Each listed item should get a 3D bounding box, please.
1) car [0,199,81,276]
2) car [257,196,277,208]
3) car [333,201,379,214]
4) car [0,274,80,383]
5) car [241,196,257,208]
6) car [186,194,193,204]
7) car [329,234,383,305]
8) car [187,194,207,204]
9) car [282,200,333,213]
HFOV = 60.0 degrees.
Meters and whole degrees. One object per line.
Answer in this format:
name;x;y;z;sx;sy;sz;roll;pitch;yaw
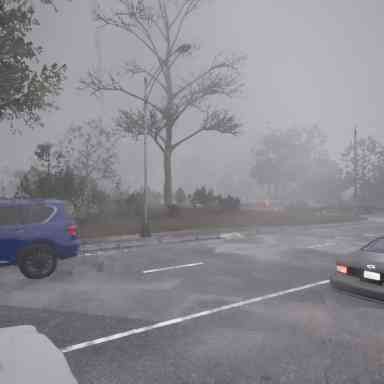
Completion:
car;-5.750;1.221;8.468;5.566;2.045;2.150;0;0;-35
car;10.246;1.393;48.195;2.097;1.767;4.553;0;0;-27
car;17.146;1.601;35.442;1.895;1.301;4.718;0;0;-30
car;-2.942;1.601;1.609;4.718;1.301;1.895;0;0;-36
car;6.656;1.554;47.590;1.837;1.490;4.892;0;-1;-26
car;-1.165;1.557;64.641;2.097;1.767;4.553;0;0;-22
car;5.302;1.547;7.402;5.357;1.411;2.033;0;0;-34
car;1.009;1.439;68.395;2.150;2.045;5.566;0;-1;-22
car;12.344;1.551;36.783;2.033;1.411;5.357;0;0;-29
